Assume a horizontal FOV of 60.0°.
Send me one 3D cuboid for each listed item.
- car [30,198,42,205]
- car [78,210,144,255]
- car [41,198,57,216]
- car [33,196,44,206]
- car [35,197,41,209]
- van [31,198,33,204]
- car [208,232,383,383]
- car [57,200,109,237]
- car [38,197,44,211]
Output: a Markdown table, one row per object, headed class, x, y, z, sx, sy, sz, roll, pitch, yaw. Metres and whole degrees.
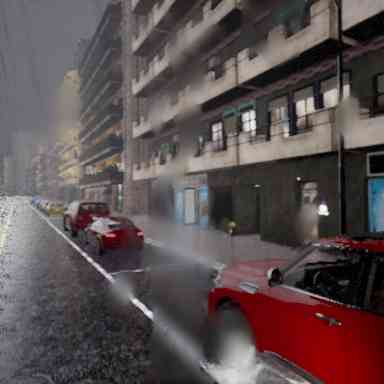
| class | x | y | z | sx | sy | sz | roll | pitch | yaw |
| --- | --- | --- | --- | --- | --- | --- | --- | --- | --- |
| car | -32.130 | 1.828 | 68.421 | 1.947 | 1.339 | 4.313 | 0 | 0 | -28 |
| car | -3.177 | 1.612 | 13.291 | 1.802 | 1.307 | 4.206 | 0 | 0 | -28 |
| car | -13.784 | 1.638 | 33.489 | 1.752 | 1.417 | 4.829 | 0 | 0 | -28 |
| car | -21.601 | 1.616 | 48.375 | 1.967 | 1.590 | 4.097 | 0 | 0 | -28 |
| car | -18.969 | 1.705 | 43.362 | 2.008 | 1.369 | 4.403 | 0 | 0 | -28 |
| van | -26.865 | 1.560 | 58.399 | 1.690 | 1.788 | 3.998 | 0 | 0 | -28 |
| car | 2.088 | 1.304 | 3.269 | 2.192 | 1.841 | 5.009 | 0 | 0 | -28 |
| car | -5.808 | 1.365 | 18.304 | 2.192 | 1.841 | 5.009 | 0 | 0 | -28 |
| car | -16.416 | 1.659 | 38.501 | 1.752 | 1.417 | 4.829 | 0 | 0 | -28 |
